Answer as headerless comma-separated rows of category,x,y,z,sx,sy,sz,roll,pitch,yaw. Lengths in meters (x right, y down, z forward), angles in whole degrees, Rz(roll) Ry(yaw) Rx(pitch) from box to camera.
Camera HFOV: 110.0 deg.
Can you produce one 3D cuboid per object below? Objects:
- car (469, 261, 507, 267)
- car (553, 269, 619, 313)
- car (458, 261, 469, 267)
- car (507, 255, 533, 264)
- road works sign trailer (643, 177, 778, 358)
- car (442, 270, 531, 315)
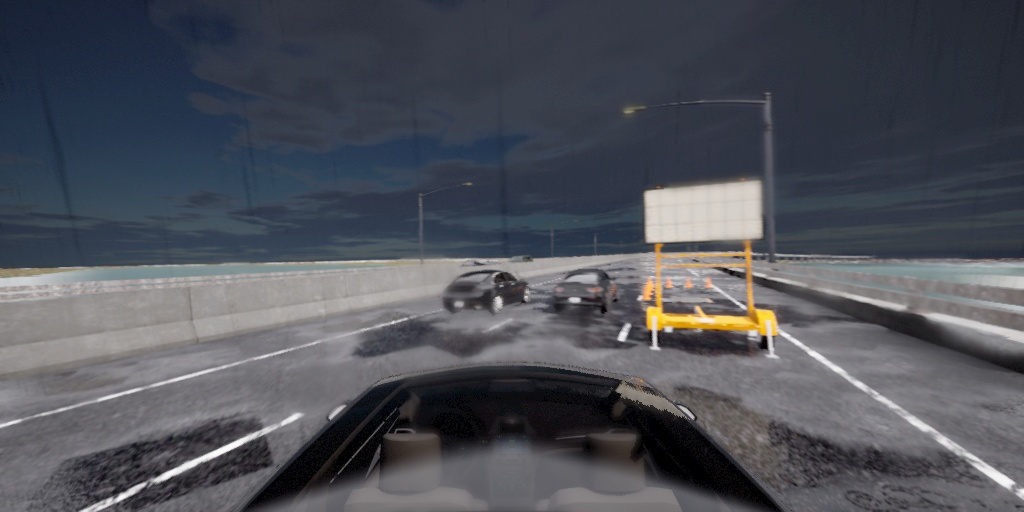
car,-2.946,1.357,45.112,2.128,1.511,4.902,-2,0,23
car,2.868,1.203,13.466,1.812,1.442,4.674,-2,0,23
car,-5.451,1.417,48.140,1.882,1.535,5.008,-2,0,23
car,0.937,0.976,45.315,2.150,2.045,5.566,-2,0,23
road works sign trailer,4.402,0.095,8.280,2.380,3.560,2.880,0,0,23
car,-0.788,1.286,13.790,1.837,1.490,4.892,-2,0,23
